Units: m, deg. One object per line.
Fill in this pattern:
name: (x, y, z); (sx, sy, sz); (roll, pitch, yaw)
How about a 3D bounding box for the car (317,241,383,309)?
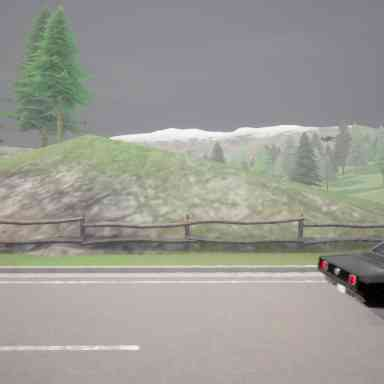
car: (5.127, 1.602, 6.522); (4.718, 1.301, 1.895); (0, 0, -1)
